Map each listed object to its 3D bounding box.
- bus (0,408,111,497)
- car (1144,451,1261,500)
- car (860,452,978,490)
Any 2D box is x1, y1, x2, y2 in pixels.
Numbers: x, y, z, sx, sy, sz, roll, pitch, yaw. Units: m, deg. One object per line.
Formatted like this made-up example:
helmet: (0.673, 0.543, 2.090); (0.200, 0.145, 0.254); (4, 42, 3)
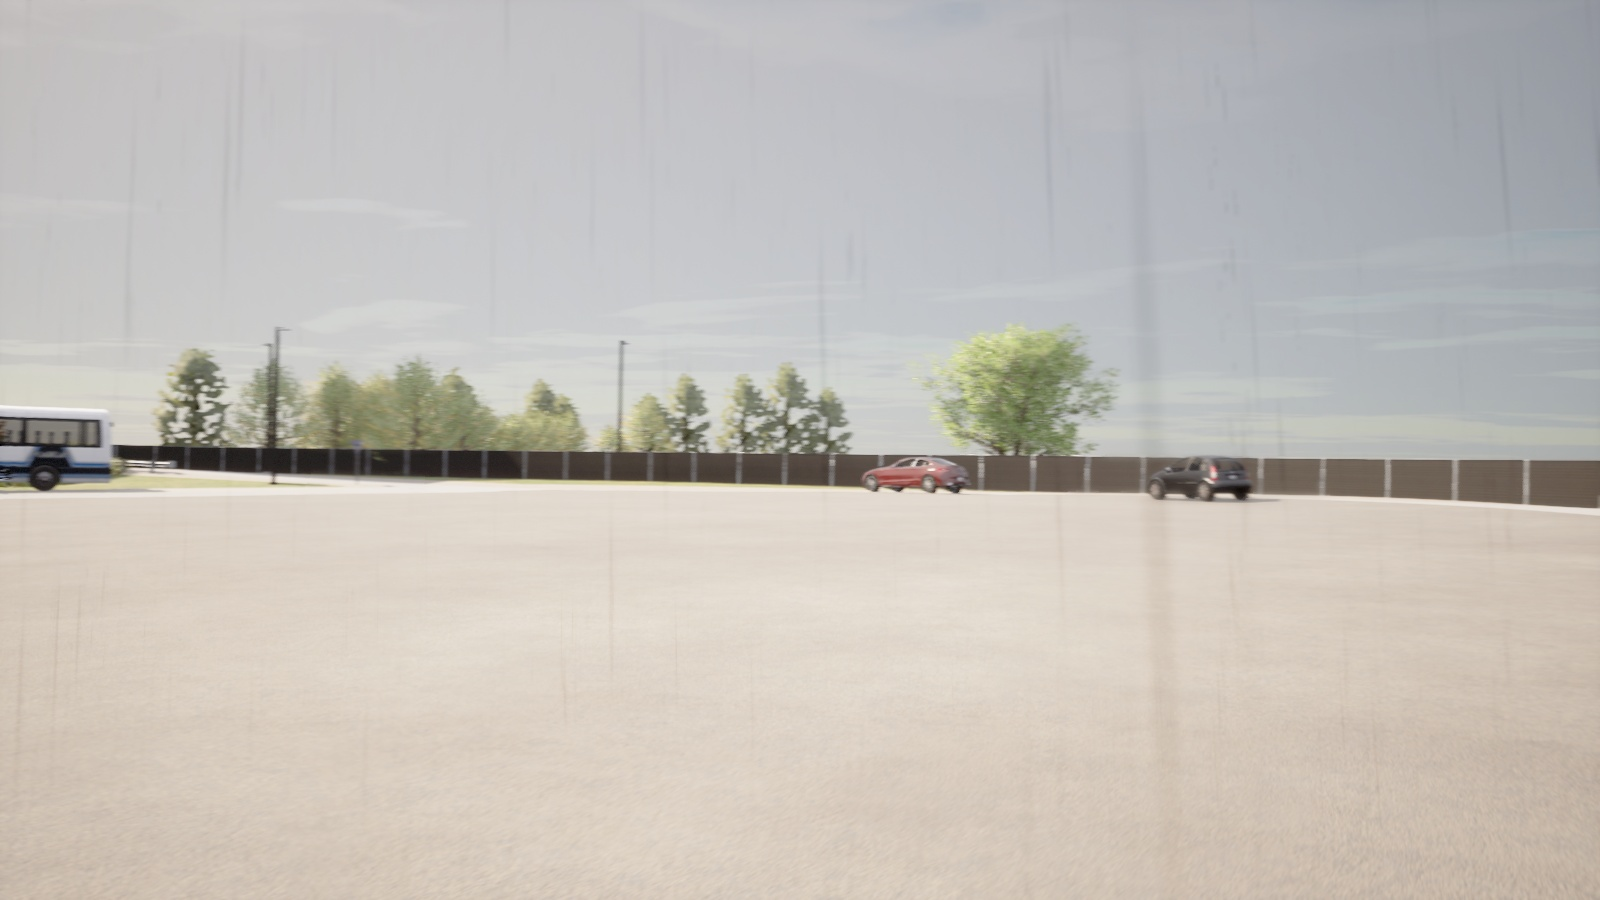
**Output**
bus: (-39.522, 0.110, 60.959); (10.273, 4.253, 3.944); (1, -1, -33)
car: (14.304, 0.889, 44.835); (1.851, 1.617, 3.988); (-2, 0, -21)
car: (5.372, 0.955, 57.067); (5.027, 1.651, 2.152); (0, -2, 43)
